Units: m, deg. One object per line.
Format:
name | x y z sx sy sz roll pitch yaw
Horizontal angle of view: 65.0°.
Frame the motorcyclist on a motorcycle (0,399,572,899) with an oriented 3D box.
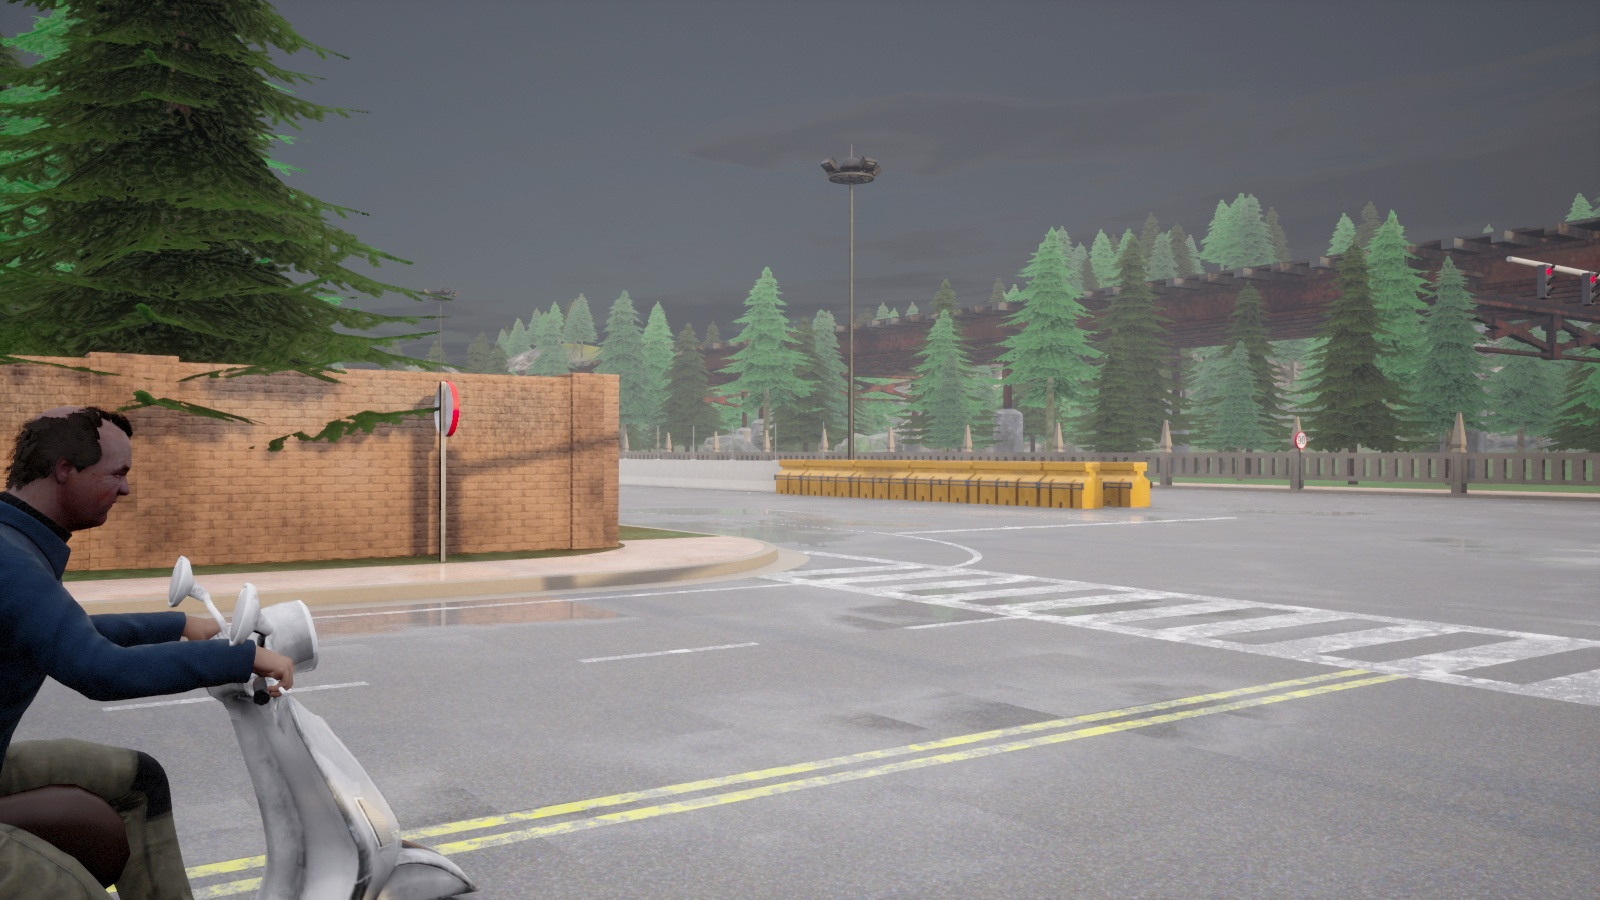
motorcyclist on a motorcycle | -1.499 0.708 2.616 1.817 1.590 0.866 0 0 -35
